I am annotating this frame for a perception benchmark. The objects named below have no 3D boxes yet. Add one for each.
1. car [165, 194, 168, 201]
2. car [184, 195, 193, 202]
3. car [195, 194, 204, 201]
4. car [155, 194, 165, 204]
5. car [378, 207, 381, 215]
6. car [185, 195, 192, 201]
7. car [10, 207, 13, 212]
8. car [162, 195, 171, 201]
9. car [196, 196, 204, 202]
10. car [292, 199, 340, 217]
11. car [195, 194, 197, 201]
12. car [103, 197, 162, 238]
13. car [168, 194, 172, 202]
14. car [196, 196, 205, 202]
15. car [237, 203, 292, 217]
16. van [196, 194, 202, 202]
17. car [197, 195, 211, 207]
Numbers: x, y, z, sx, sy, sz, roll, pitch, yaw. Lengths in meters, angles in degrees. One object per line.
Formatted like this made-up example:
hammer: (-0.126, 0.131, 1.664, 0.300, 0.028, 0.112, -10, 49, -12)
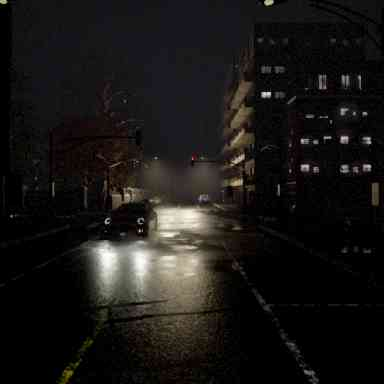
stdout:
car: (-6.337, 1.377, 64.388, 2.192, 1.841, 5.009, 0, 0, -1)
car: (-0.770, 1.624, 76.270, 2.033, 1.411, 5.357, 0, 0, -1)
car: (1.815, 1.424, 86.992, 2.192, 1.841, 5.009, 0, 0, -1)
car: (-6.278, 1.577, 58.588, 1.752, 1.417, 4.829, 0, 0, -1)
car: (21.522, 1.657, 32.929, 5.566, 2.045, 2.150, 0, 0, -1)
car: (-0.874, 1.486, 86.688, 1.837, 1.490, 4.892, 0, 0, -1)
car: (-18.591, 1.256, 28.937, 5.357, 1.411, 2.033, 1, 0, -1)
car: (-6.565, 1.550, 86.907, 1.967, 1.590, 4.097, 0, 0, -1)
car: (1.871, 1.641, 81.362, 1.887, 1.381, 4.507, 0, 0, -1)
car: (13.111, 1.619, 35.370, 5.009, 1.841, 2.192, 1, -1, -1)
car: (1.986, 1.513, 70.103, 1.967, 1.590, 4.097, 0, 0, -1)
car: (-3.091, 1.359, 17.484, 2.097, 1.767, 4.553, 0, 0, 3)
car: (-6.509, 1.537, 81.278, 1.967, 1.590, 4.097, 0, 0, -1)
car: (1.928, 1.635, 75.732, 2.008, 1.369, 4.403, 0, 0, -1)
car: (6.777, 1.741, 32.170, 4.718, 1.301, 1.895, 2, 0, -9)
van: (2.100, 1.393, 58.843, 1.690, 1.788, 3.998, 0, 0, -1)
car: (2.156, 1.588, 53.212, 1.887, 1.381, 4.507, 0, 0, -1)
